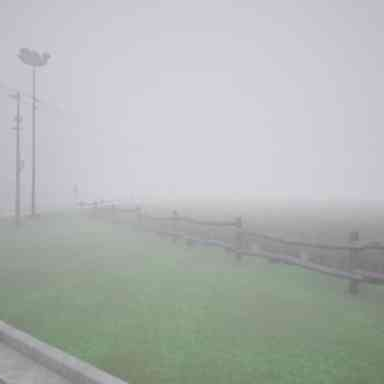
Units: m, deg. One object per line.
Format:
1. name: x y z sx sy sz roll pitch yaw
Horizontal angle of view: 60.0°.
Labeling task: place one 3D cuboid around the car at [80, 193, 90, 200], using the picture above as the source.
1. car: -23.151 0.996 74.109 1.812 1.442 4.674 0 0 10

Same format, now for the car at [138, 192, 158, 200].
1. car: -9.400 1.138 71.485 1.994 1.385 4.181 0 0 10

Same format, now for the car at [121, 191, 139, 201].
1. car: -12.917 1.027 71.696 1.882 1.535 5.008 0 0 10

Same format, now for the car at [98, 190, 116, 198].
1. car: -21.390 0.510 83.844 2.150 2.045 5.566 0 0 10

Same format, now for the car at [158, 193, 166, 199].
1. car: -7.620 0.930 81.327 2.033 1.411 5.357 0 0 10

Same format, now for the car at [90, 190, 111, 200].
1. car: -19.806 0.975 72.940 1.882 1.535 5.008 0 0 10

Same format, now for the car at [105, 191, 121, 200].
1. car: -16.362 1.023 72.318 1.837 1.490 4.892 0 0 10

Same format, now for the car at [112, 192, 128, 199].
1. car: -17.953 0.851 83.194 2.033 1.411 5.357 0 0 10

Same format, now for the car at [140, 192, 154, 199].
1. car: -11.064 0.841 81.949 1.882 1.535 5.008 0 0 10
